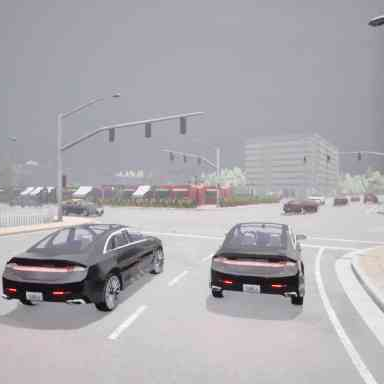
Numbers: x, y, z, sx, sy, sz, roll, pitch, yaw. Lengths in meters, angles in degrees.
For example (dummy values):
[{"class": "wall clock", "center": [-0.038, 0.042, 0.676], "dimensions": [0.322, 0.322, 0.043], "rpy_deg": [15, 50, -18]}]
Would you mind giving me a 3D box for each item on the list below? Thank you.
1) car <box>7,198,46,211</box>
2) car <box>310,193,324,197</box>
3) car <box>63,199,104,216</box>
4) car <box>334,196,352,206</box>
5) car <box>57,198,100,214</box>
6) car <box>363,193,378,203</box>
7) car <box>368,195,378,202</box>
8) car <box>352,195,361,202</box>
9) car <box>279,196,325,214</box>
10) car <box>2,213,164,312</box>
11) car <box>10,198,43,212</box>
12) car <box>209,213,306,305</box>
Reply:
[{"class": "car", "center": [-21.263, 1.548, 42.677], "dimensions": [4.902, 1.511, 2.128], "rpy_deg": [0, 0, 32]}, {"class": "car", "center": [21.048, 1.221, 56.430], "dimensions": [2.150, 2.045, 5.566], "rpy_deg": [0, 0, 31]}, {"class": "car", "center": [-10.574, 1.547, 31.932], "dimensions": [4.902, 1.511, 2.128], "rpy_deg": [0, 0, 32]}, {"class": "car", "center": [25.379, 1.477, 56.491], "dimensions": [1.882, 1.535, 5.008], "rpy_deg": [0, 0, 31]}, {"class": "car", "center": [-12.780, 1.533, 37.416], "dimensions": [5.008, 1.535, 1.882], "rpy_deg": [0, 0, 32]}, {"class": "car", "center": [36.576, 1.225, 68.305], "dimensions": [2.150, 2.045, 5.566], "rpy_deg": [0, 0, 31]}, {"class": "car", "center": [42.086, 1.524, 77.344], "dimensions": [1.812, 1.442, 4.674], "rpy_deg": [0, 0, 31]}, {"class": "car", "center": [38.008, 1.524, 77.380], "dimensions": [1.812, 1.442, 4.674], "rpy_deg": [0, 0, 31]}, {"class": "car", "center": [11.448, 1.515, 34.704], "dimensions": [5.008, 1.535, 1.882], "rpy_deg": [0, 2, -41]}, {"class": "car", "center": [-2.081, 1.492, 7.816], "dimensions": [2.128, 1.511, 4.902], "rpy_deg": [0, 0, 12]}, {"class": "car", "center": [-18.151, 1.619, 36.623], "dimensions": [4.181, 1.385, 1.994], "rpy_deg": [0, 0, 31]}, {"class": "car", "center": [1.735, 1.492, 8.212], "dimensions": [2.128, 1.511, 4.902], "rpy_deg": [0, 0, 16]}]
